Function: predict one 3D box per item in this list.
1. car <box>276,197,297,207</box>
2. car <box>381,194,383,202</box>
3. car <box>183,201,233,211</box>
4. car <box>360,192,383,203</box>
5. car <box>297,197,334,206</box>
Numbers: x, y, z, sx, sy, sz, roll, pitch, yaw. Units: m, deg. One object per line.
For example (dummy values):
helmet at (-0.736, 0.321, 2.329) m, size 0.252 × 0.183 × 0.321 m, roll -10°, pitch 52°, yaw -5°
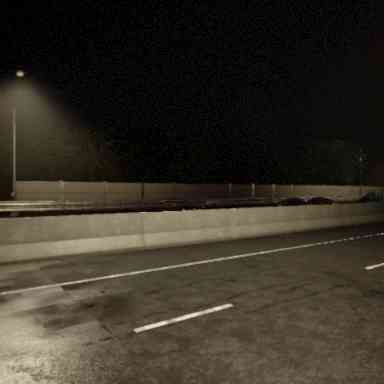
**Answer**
car at (13.009, 1.409, 43.375) m, size 4.674 × 1.442 × 1.812 m, roll 0°, pitch 0°, yaw -36°
car at (32.498, 1.354, 52.967) m, size 4.674 × 1.442 × 1.812 m, roll 0°, pitch 0°, yaw -36°
car at (1.513, 1.539, 30.863) m, size 4.718 × 1.301 × 1.895 m, roll 0°, pitch 0°, yaw -35°
car at (30.410, 1.063, 55.776) m, size 5.566 × 2.045 × 2.150 m, roll 0°, pitch 0°, yaw -36°
car at (15.506, 1.387, 40.858) m, size 4.892 × 1.490 × 1.837 m, roll 0°, pitch 0°, yaw -36°
